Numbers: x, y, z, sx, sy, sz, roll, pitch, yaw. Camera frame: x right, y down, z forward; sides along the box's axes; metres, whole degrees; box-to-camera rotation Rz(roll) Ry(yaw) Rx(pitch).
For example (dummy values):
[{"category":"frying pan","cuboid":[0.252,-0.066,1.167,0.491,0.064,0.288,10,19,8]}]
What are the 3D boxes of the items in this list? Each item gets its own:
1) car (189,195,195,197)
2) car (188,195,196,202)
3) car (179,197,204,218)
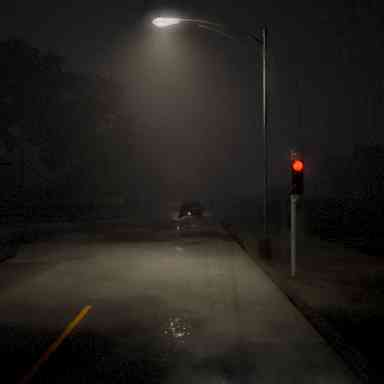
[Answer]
[{"category":"car","cuboid":[0.051,1.547,66.446,2.033,1.411,5.357,0,0,0]},{"category":"car","cuboid":[-0.061,1.524,77.705,1.812,1.442,4.674,0,0,0]},{"category":"car","cuboid":[-0.037,1.505,29.789,1.837,1.490,4.892,1,0,4]}]
